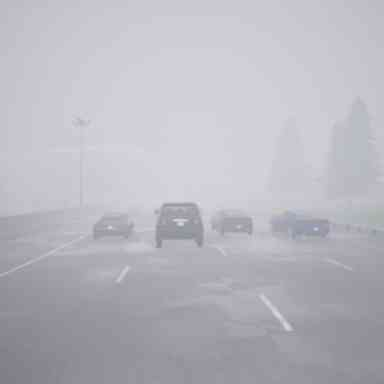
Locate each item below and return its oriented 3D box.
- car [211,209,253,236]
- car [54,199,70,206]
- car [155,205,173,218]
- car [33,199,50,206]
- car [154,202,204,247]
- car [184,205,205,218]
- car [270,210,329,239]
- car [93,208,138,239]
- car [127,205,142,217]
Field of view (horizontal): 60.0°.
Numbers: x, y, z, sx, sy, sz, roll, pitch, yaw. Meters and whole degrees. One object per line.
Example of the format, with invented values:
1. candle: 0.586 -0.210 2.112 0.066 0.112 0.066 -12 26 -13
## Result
1. car: 2.386 1.805 20.968 1.882 1.535 5.008 0 -1 -6
2. car: -23.838 1.979 60.900 2.097 1.767 4.553 0 -1 -7
3. car: -3.358 2.230 39.447 1.895 1.301 4.718 0 -1 -7
4. car: -27.310 1.979 60.457 2.097 1.767 4.553 0 -1 -7
5. car: -0.710 1.488 16.738 2.150 2.045 5.566 0 -1 -5
6. car: 0.176 2.223 39.398 1.895 1.301 4.718 0 -1 -7
7. car: 6.057 1.772 19.333 1.882 1.535 5.008 0 -1 -5
8. car: -4.518 1.884 19.600 1.994 1.385 4.181 0 -1 -5
9. car: -6.862 2.235 39.253 1.895 1.301 4.718 0 -1 -7
